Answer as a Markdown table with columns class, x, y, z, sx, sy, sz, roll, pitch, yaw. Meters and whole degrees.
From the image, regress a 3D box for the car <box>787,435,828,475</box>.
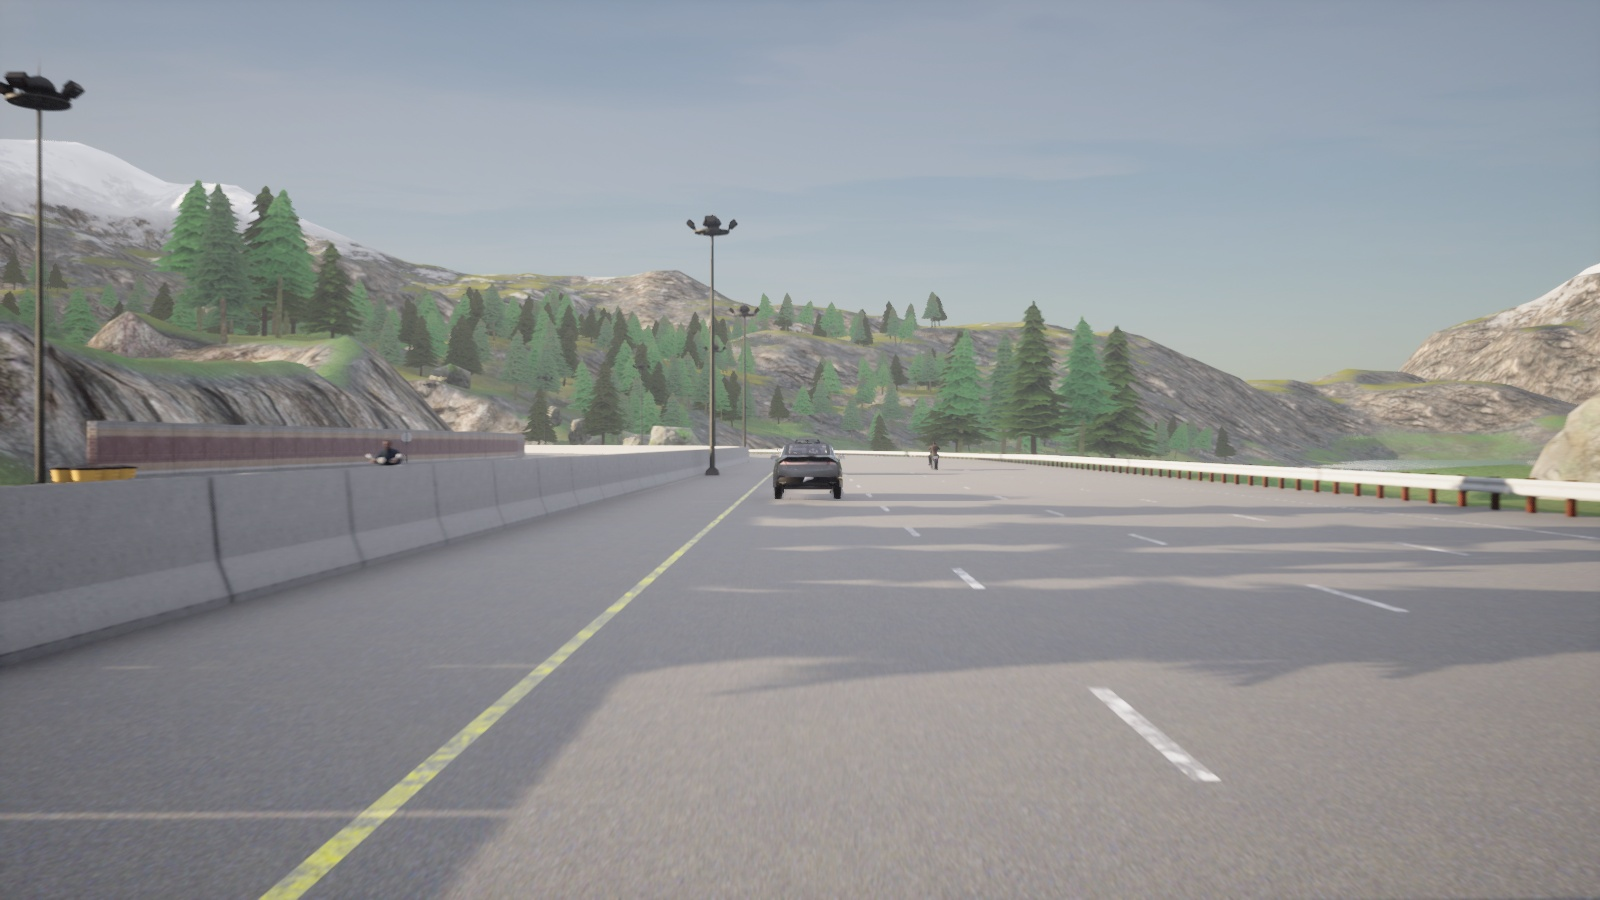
| class | x | y | z | sx | sy | sz | roll | pitch | yaw |
| --- | --- | --- | --- | --- | --- | --- | --- | --- | --- |
| car | 0.368 | 0.221 | 61.465 | 1.932 | 1.855 | 4.605 | 0 | 0 | 0 |

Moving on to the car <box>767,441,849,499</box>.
| class | x | y | z | sx | sy | sz | roll | pitch | yaw |
| --- | --- | --- | --- | --- | --- | --- | --- | --- | --- |
| car | 0.217 | 0.507 | 35.040 | 2.128 | 1.511 | 4.902 | 0 | 0 | 0 |
